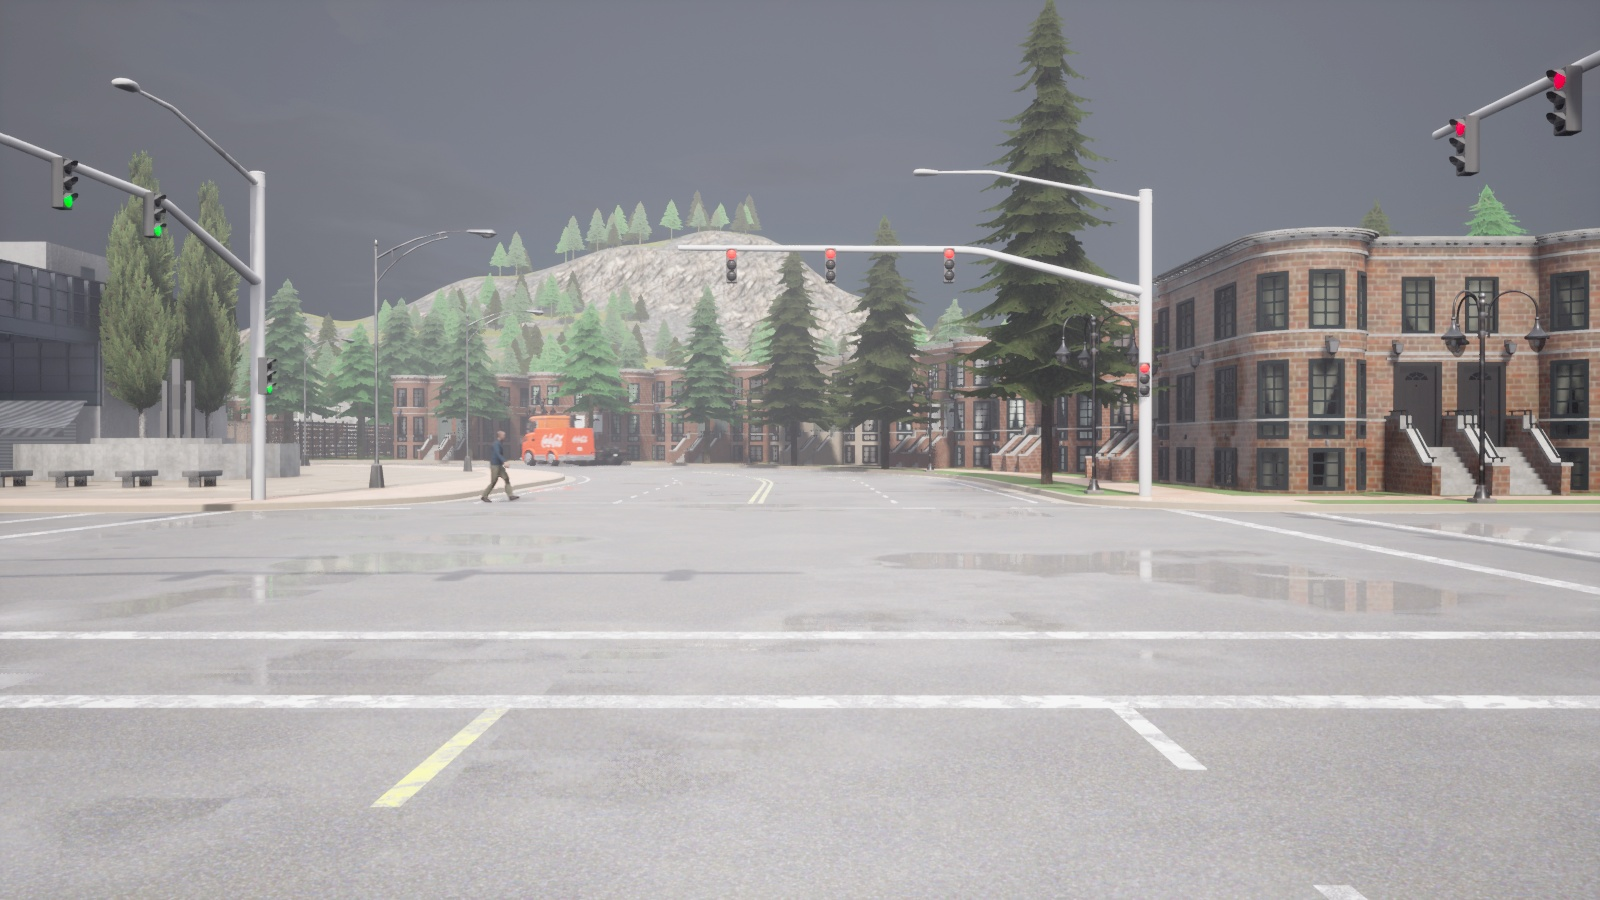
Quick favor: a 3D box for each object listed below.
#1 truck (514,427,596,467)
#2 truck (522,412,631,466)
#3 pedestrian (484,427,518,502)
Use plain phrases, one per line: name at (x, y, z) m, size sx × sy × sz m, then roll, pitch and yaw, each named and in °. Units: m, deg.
truck at (-15.821, -0.210, 80.947) m, size 5.204 × 2.467 × 2.627 m, roll 0°, pitch 0°, yaw 42°
truck at (-15.175, -0.727, 84.982) m, size 7.936 × 3.462 × 2.891 m, roll 0°, pitch 0°, yaw 40°
pedestrian at (-7.370, 0.354, 30.958) m, size 0.726 × 1.842 × 0.402 m, roll 0°, pitch 0°, yaw 2°
